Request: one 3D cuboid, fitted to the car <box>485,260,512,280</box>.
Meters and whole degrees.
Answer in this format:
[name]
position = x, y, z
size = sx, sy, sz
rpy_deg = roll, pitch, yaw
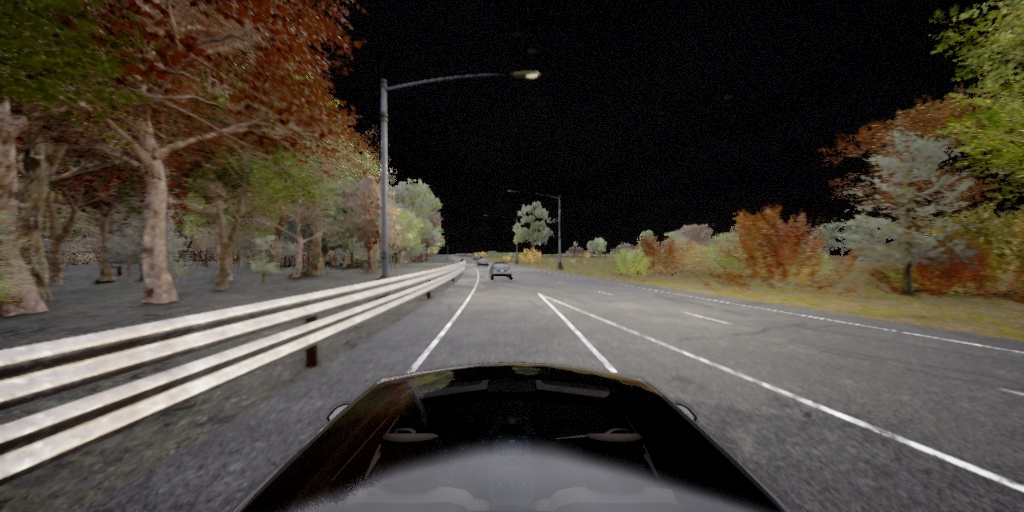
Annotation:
[car]
position = -1.030, 1.256, 31.351
size = 2.033, 1.411, 5.357
rpy_deg = 0, 0, -5
